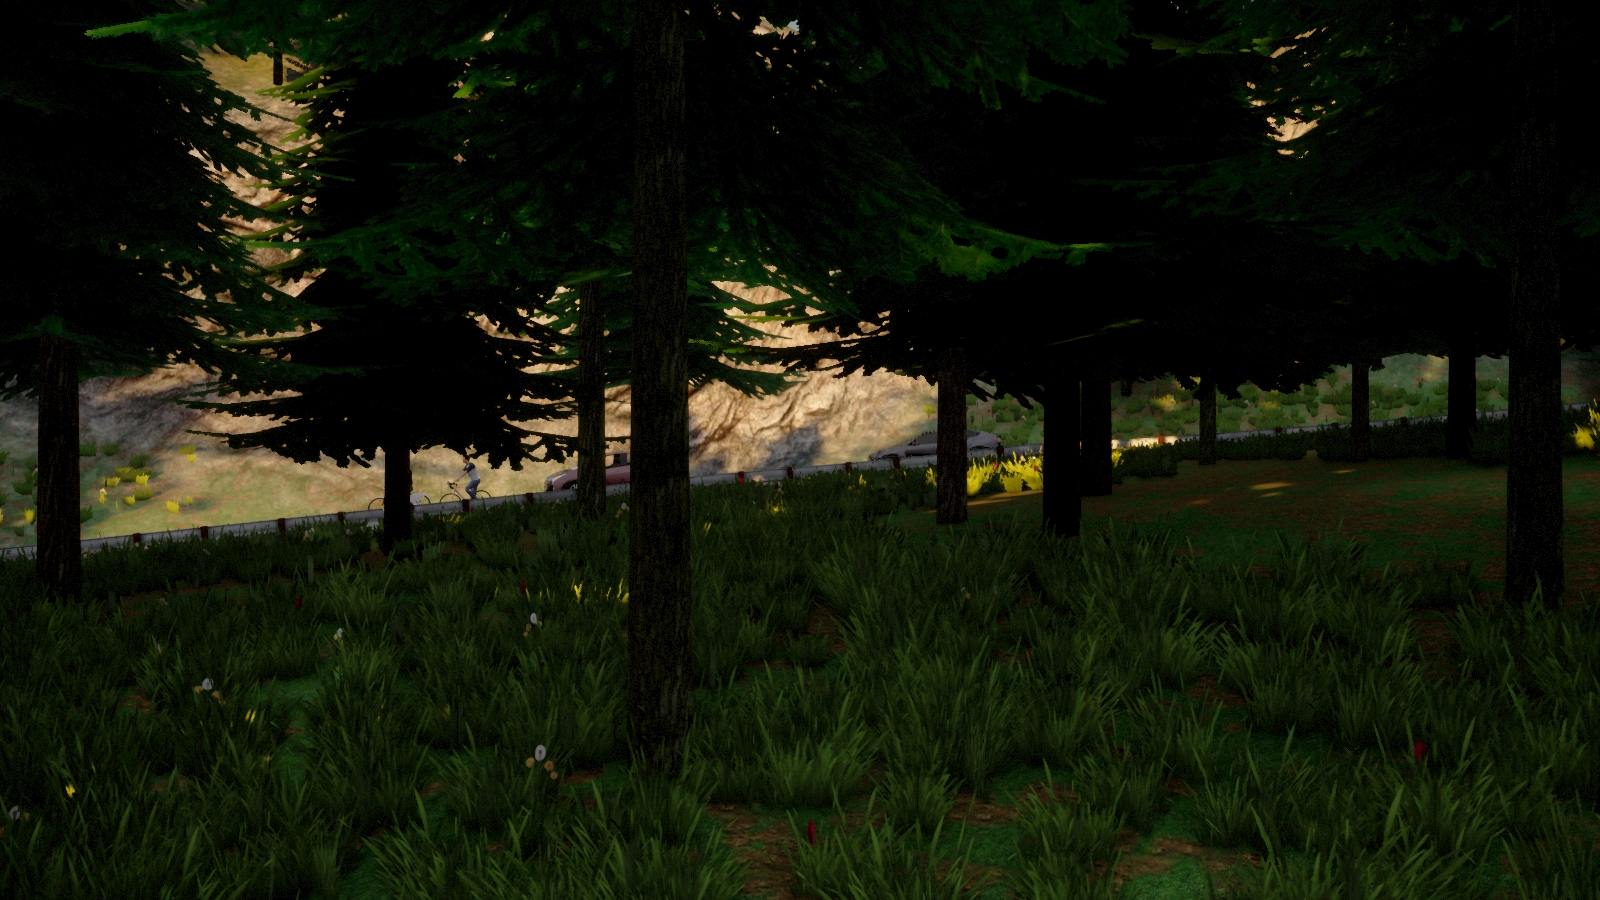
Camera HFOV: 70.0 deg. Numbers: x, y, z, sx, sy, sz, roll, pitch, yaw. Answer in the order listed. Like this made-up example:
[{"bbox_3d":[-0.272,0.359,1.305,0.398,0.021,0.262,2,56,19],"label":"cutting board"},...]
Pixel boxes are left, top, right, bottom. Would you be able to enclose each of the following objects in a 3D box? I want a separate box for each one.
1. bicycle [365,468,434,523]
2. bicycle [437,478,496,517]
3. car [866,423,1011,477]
[{"bbox_3d":[-12.076,1.355,34.489,1.835,1.471,0.329,-5,2,-29],"label":"bicycle"},{"bbox_3d":[-10.252,1.440,35.171,1.643,1.024,0.373,-5,3,-36],"label":"bicycle"},{"bbox_3d":[4.781,0.011,40.034,4.792,1.488,2.163,-4,0,2],"label":"car"}]
